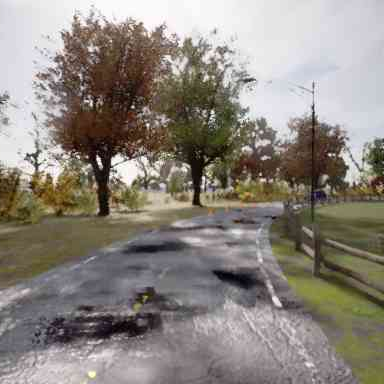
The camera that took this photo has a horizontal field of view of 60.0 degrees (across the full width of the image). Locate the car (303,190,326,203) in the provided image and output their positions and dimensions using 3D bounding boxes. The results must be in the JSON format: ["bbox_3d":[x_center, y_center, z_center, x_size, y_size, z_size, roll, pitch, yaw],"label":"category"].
[{"bbox_3d":[21.071,0.714,57.035,2.150,2.045,5.566,1,1,43],"label":"car"}]

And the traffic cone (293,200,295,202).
[{"bbox_3d":[17.148,1.463,55.876,0.340,0.580,0.340,1,1,40],"label":"traffic cone"}]

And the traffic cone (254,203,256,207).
[{"bbox_3d":[8.222,1.620,43.313,0.340,0.580,0.340,1,1,30],"label":"traffic cone"}]
